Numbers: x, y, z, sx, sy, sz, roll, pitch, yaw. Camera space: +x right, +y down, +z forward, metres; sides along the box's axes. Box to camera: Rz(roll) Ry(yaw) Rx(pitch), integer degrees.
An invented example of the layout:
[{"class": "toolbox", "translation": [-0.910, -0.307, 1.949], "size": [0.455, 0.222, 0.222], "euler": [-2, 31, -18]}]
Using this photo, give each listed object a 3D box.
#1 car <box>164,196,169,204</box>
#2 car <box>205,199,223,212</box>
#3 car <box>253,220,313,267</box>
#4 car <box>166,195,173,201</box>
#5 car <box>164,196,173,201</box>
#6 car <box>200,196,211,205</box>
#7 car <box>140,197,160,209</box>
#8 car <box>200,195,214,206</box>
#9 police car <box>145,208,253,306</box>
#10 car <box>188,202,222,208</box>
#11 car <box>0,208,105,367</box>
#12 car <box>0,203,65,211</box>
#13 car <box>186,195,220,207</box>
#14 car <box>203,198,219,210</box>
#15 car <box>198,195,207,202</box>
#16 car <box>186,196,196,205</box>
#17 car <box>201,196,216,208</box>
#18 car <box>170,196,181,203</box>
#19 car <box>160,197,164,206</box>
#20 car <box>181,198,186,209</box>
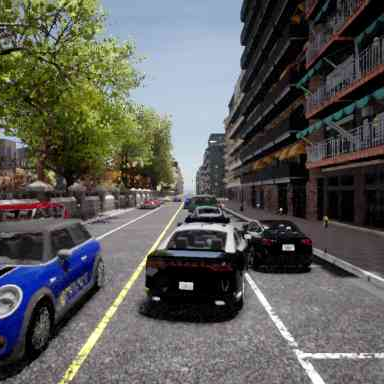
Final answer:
[{"class": "car", "translation": [-5.927, 1.610, 61.900], "size": [2.008, 1.369, 4.403], "euler": [0, 0, 0]}, {"class": "car", "translation": [2.542, 1.573, 39.413], "size": [1.887, 1.381, 4.507], "euler": [0, 0, 0]}, {"class": "car", "translation": [2.653, 1.570, 11.263], "size": [1.947, 1.339, 4.313], "euler": [0, 0, 0]}, {"class": "car", "translation": [-6.038, 1.637, 89.881], "size": [1.752, 1.417, 4.829], "euler": [0, 0, 0]}, {"class": "car", "translation": [-6.016, 1.650, 84.420], "size": [2.008, 1.369, 4.403], "euler": [0, 0, 0]}, {"class": "car", "translation": [2.453, 1.500, 61.934], "size": [1.967, 1.590, 4.097], "euler": [0, 0, 0]}, {"class": "car", "translation": [-5.861, 1.476, 45.010], "size": [1.967, 1.590, 4.097], "euler": [0, 0, 0]}, {"class": "car", "translation": [2.474, 1.367, 56.303], "size": [2.192, 1.841, 5.009], "euler": [0, 0, 0]}, {"class": "police car", "translation": [0.419, 1.429, 8.311], "size": [1.930, 1.638, 5.238], "euler": [0, 0, 12]}, {"class": "car", "translation": [0.838, 1.514, 18.015], "size": [1.837, 1.490, 4.892], "euler": [0, 0, 0]}, {"class": "car", "translation": [-3.115, 1.354, 5.999], "size": [2.097, 1.767, 4.553], "euler": [0, 0, 0]}, {"class": "car", "translation": [-5.727, 1.320, 11.230], "size": [2.192, 1.841, 5.009], "euler": [0, 0, 0]}, {"class": "car", "translation": [0.813, 1.238, 24.045], "size": [2.150, 2.045, 5.566], "euler": [0, 0, 0]}, {"class": "car", "translation": [2.519, 1.580, 45.043], "size": [1.887, 1.381, 4.507], "euler": [0, 0, 0]}, {"class": "car", "translation": [2.386, 1.528, 78.824], "size": [1.967, 1.590, 4.097], "euler": [0, 0, 0]}, {"class": "car", "translation": [-0.240, 1.587, 62.929], "size": [1.812, 1.442, 4.674], "euler": [0, 0, 0]}, {"class": "car", "translation": [2.497, 1.484, 50.673], "size": [1.967, 1.590, 4.097], "euler": [0, 0, 0]}, {"class": "car", "translation": [-3.283, 1.643, 73.767], "size": [1.994, 1.385, 4.181], "euler": [0, 0, 0]}, {"class": "car", "translation": [-5.883, 1.484, 50.638], "size": [1.967, 1.590, 4.097], "euler": [0, 0, 0]}, {"class": "car", "translation": [-0.141, 1.515, 46.132], "size": [1.882, 1.535, 5.008], "euler": [0, 0, 0]}]
